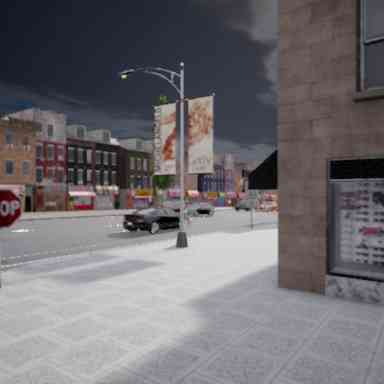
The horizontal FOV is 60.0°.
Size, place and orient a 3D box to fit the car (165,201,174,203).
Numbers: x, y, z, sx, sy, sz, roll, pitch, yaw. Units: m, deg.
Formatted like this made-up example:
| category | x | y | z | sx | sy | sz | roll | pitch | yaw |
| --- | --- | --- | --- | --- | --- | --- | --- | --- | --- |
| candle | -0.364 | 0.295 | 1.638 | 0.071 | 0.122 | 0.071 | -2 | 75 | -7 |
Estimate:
| category | x | y | z | sx | sy | sz | roll | pitch | yaw |
| --- | --- | --- | --- | --- | --- | --- | --- | --- | --- |
| car | -2.327 | 1.758 | 37.321 | 2.097 | 1.767 | 4.553 | 0 | -1 | 35 |

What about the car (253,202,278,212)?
| category | x | y | z | sx | sy | sz | roll | pitch | yaw |
| --- | --- | --- | --- | --- | --- | --- | --- | --- | --- |
| car | 11.632 | 2.255 | 51.373 | 2.097 | 1.767 | 4.553 | 0 | -1 | 35 |

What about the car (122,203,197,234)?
| category | x | y | z | sx | sy | sz | roll | pitch | yaw |
| --- | --- | --- | --- | --- | --- | --- | --- | --- | --- |
| car | -2.046 | 1.662 | 20.591 | 1.882 | 1.535 | 5.008 | 0 | -1 | 35 |

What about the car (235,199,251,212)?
| category | x | y | z | sx | sy | sz | roll | pitch | yaw |
| --- | --- | --- | --- | --- | --- | --- | --- | --- | --- |
| car | 8.939 | 2.153 | 53.193 | 2.150 | 2.045 | 5.566 | 0 | -1 | 35 |

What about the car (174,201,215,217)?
| category | x | y | z | sx | sy | sz | roll | pitch | yaw |
| --- | --- | --- | --- | --- | --- | --- | --- | --- | --- |
| car | 0.626 | 1.911 | 35.872 | 2.128 | 1.511 | 4.902 | 0 | -1 | 35 |
